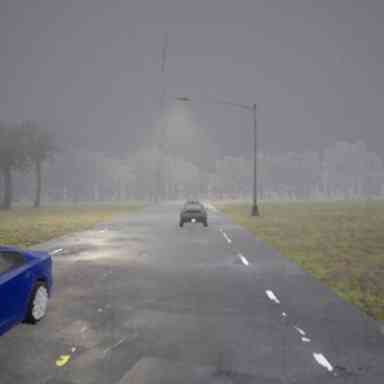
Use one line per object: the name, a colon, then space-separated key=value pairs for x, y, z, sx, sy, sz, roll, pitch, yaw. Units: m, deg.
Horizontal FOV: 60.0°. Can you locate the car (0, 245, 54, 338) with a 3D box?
car: x=-3.593 y=1.504 z=4.387 sx=1.882 sy=1.535 sz=5.008 roll=0 pitch=0 yaw=0

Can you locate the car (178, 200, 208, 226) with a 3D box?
car: x=0.101 y=1.557 z=23.865 sx=1.837 sy=1.490 sz=4.892 roll=0 pitch=0 yaw=0

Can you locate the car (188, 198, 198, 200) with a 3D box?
car: x=0.112 y=1.561 z=44.899 sx=1.837 sy=1.490 sz=4.892 roll=0 pitch=0 yaw=0
